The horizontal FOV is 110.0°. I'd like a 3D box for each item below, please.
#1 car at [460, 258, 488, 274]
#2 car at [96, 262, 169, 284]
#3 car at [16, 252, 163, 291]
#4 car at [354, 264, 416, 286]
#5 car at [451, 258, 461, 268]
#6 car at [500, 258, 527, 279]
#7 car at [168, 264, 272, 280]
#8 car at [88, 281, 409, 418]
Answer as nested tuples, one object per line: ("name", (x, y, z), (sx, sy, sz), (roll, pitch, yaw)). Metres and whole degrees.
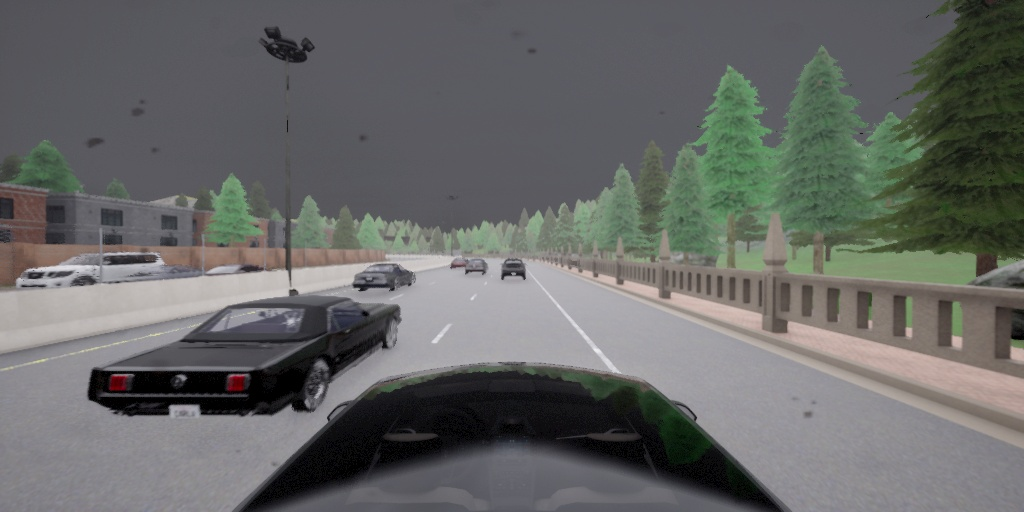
("car", (-3.379, 0.996, 34.612), (2.033, 1.411, 5.357), (0, 1, 0))
("car", (-17.588, 1.162, 18.219), (1.994, 1.385, 4.181), (0, 1, 0))
("car", (-21.089, 0.817, 18.516), (2.150, 2.045, 5.566), (0, 1, 0))
("car", (-6.889, 1.131, 19.831), (2.033, 1.411, 5.357), (0, 1, 0))
("car", (-6.869, 0.892, 47.752), (1.994, 1.385, 4.181), (0, 0, 0))
("car", (0.117, 1.008, 28.747), (1.837, 1.490, 4.892), (0, 1, 0))
("car", (-14.089, 1.125, 18.093), (1.812, 1.442, 4.674), (0, 1, 0))
("car", (-3.396, 1.312, 5.951), (1.895, 1.301, 4.718), (0, 1, 0))
